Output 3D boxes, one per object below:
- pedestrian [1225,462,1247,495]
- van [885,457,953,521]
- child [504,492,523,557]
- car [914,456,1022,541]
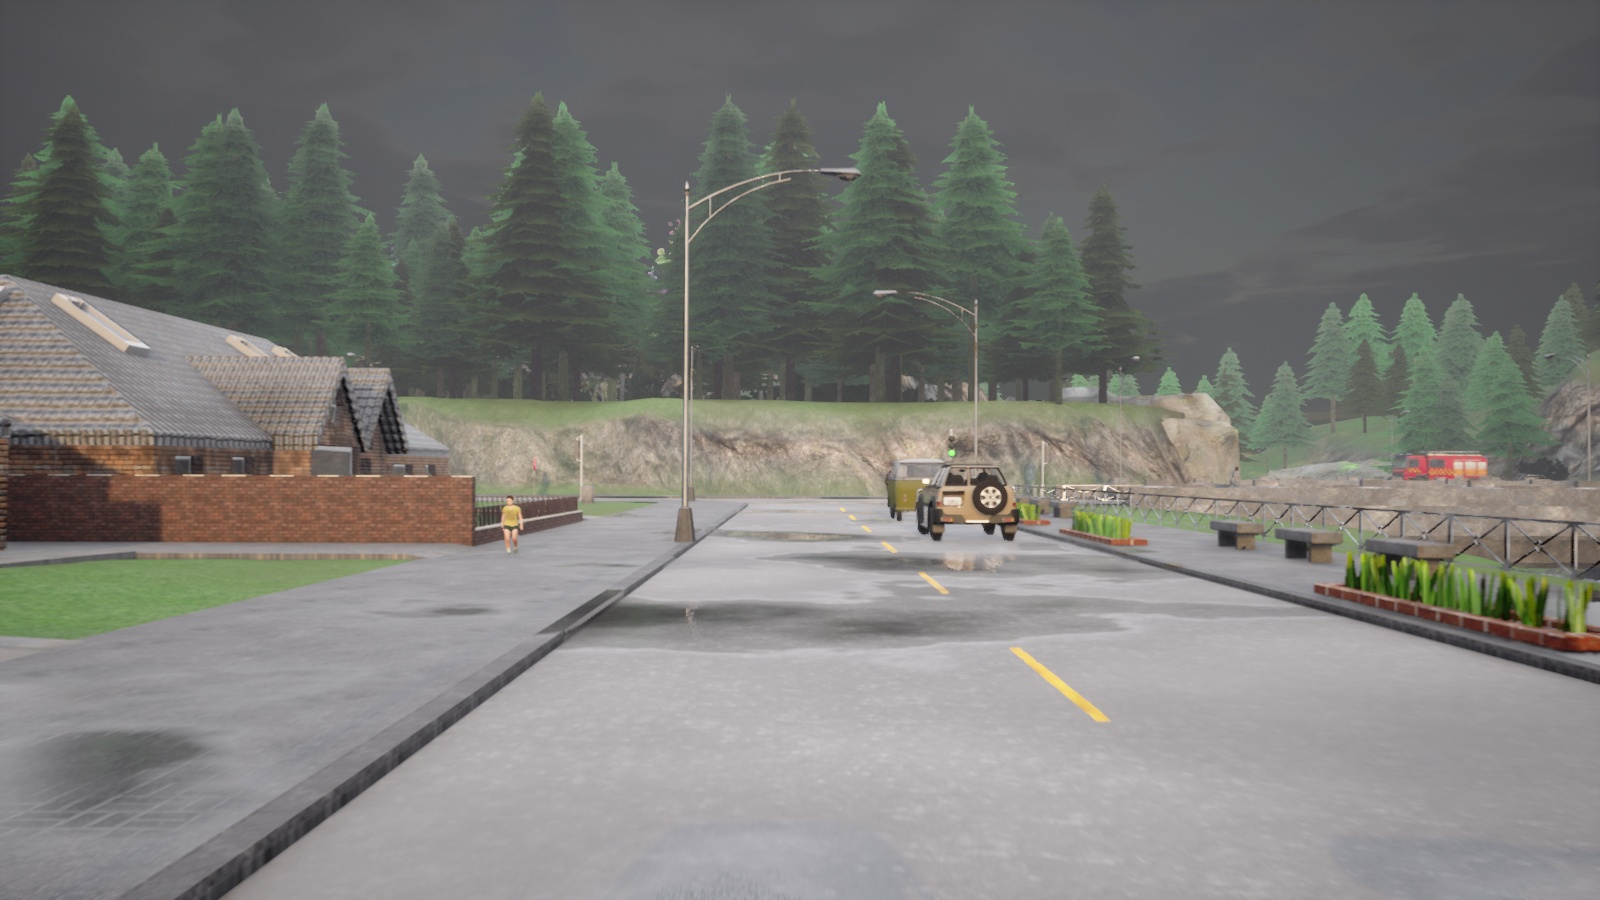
[{"bbox_3d":[25.207,1.639,72.619,0.900,1.855,0.874,0,-1,0],"label":"pedestrian"},{"bbox_3d":[3.847,1.240,41.142,1.775,1.987,4.442,0,-1,0],"label":"van"},{"bbox_3d":[-4.964,1.288,21.754,0.255,1.110,0.394,0,-1,-2],"label":"child"},{"bbox_3d":[3.886,1.115,29.846,1.932,1.855,4.605,0,-1,0],"label":"car"}]
